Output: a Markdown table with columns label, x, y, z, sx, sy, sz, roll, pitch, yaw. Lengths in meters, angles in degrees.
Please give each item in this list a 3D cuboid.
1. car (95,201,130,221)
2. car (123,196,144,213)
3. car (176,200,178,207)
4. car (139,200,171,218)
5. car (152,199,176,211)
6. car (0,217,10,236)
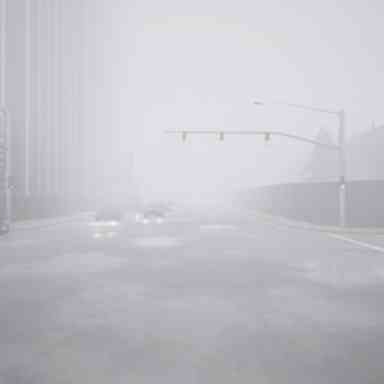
| label | x | y | z | sx | sy | sz | roll | pitch | yaw |
| --- | --- | --- | --- | --- | --- | --- | --- | --- | --- |
| car | -7.090 | 1.757 | 29.365 | 1.994 | 1.385 | 4.181 | 0 | 0 | 0 |
| car | -7.085 | 1.490 | 40.974 | 2.150 | 2.045 | 5.566 | 0 | 0 | 0 |
| car | -3.516 | 2.009 | 60.950 | 1.895 | 1.301 | 4.718 | 0 | 0 | 1 |
| car | -3.588 | 1.766 | 33.020 | 2.033 | 1.411 | 5.357 | 0 | 0 | 0 |
| car | -3.583 | 1.834 | 43.141 | 2.033 | 1.411 | 5.357 | 0 | 0 | 0 |
| car | -11.564 | 1.627 | 16.132 | 5.008 | 1.535 | 1.882 | 0 | 0 | 0 |
